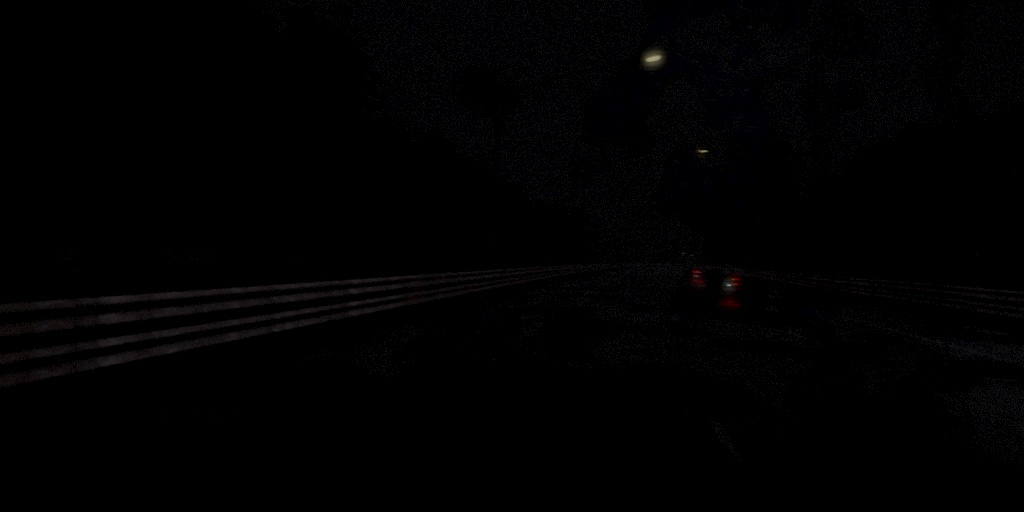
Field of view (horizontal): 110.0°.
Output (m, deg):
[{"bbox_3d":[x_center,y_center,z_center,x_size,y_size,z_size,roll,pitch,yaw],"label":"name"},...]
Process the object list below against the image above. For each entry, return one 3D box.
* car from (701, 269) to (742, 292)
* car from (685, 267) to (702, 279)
[{"bbox_3d":[15.999,1.803,27.299,1.837,1.490,4.892,2,0,20],"label":"car"},{"bbox_3d":[22.113,2.046,43.427,1.837,1.490,4.892,2,0,22],"label":"car"}]
